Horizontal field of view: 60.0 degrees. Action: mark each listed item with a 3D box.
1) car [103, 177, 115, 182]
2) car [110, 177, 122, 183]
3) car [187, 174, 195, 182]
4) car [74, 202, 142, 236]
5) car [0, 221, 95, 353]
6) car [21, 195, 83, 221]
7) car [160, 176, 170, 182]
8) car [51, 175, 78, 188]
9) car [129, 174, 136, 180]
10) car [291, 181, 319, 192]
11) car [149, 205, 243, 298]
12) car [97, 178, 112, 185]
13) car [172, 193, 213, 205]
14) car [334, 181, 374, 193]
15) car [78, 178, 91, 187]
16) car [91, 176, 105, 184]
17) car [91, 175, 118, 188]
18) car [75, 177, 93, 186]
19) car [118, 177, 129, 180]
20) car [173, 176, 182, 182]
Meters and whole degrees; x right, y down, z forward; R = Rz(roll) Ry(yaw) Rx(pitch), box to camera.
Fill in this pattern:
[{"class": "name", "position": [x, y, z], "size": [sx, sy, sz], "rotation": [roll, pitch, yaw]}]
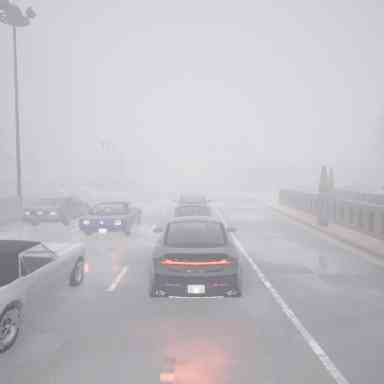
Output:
[{"class": "car", "position": [-21.388, -3.206, 85.686], "size": [1.895, 1.301, 4.718], "rotation": [0, 3, 0]}, {"class": "car", "position": [-17.853, -2.781, 78.147], "size": [1.994, 1.385, 4.181], "rotation": [0, 3, 0]}, {"class": "car", "position": [-0.407, -3.509, 89.694], "size": [2.128, 1.511, 4.902], "rotation": [0, 3, 0]}, {"class": "car", "position": [-3.457, 1.078, 15.061], "size": [1.895, 1.301, 4.718], "rotation": [0, 3, 0]}, {"class": "car", "position": [-3.421, 1.506, 5.934], "size": [1.895, 1.301, 4.718], "rotation": [0, 2, 0]}, {"class": "car", "position": [-6.968, 0.867, 17.693], "size": [2.033, 1.411, 5.357], "rotation": [0, 3, 0]}, {"class": "car", "position": [-7.401, -3.434, 88.396], "size": [1.812, 1.442, 4.674], "rotation": [0, 3, 0]}, {"class": "car", "position": [-21.321, -1.710, 55.027], "size": [2.150, 2.045, 5.566], "rotation": [0, 3, 0]}, {"class": "car", "position": [-14.337, -2.653, 74.798], "size": [1.882, 1.535, 5.008], "rotation": [0, 3, 0]}, {"class": "car", "position": [15.021, -0.646, 42.401], "size": [4.674, 1.442, 1.812], "rotation": [0, 3, 2]}, {"class": "car", "position": [0.070, 1.337, 8.152], "size": [1.837, 1.490, 4.892], "rotation": [0, 2, 0]}, {"class": "car", "position": [-17.806, -2.206, 68.182], "size": [1.812, 1.442, 4.674], "rotation": [0, 3, 0]}, {"class": "car", "position": [0.035, 0.837, 17.531], "size": [1.837, 1.490, 4.892], "rotation": [0, 3, -1]}, {"class": "car", "position": [18.465, -0.476, 38.791], "size": [5.008, 1.535, 1.882], "rotation": [0, 3, 2]}, {"class": "car", "position": [-17.825, -1.576, 58.165], "size": [2.033, 1.411, 5.357], "rotation": [0, 3, 0]}, {"class": "car", "position": [-21.341, -2.828, 75.656], "size": [2.097, 1.767, 4.553], "rotation": [0, 3, 0]}, {"class": "car", "position": [-14.322, -1.686, 54.611], "size": [2.150, 2.045, 5.566], "rotation": [0, 3, 0]}, {"class": "car", "position": [-21.297, -2.095, 65.578], "size": [1.882, 1.535, 5.008], "rotation": [0, 3, 0]}, {"class": "car", "position": [-14.320, -2.165, 64.649], "size": [2.097, 1.767, 4.553], "rotation": [0, 3, 0]}, {"class": "car", "position": [-3.901, -3.436, 88.412], "size": [1.812, 1.442, 4.674], "rotation": [0, 3, 0]}]
